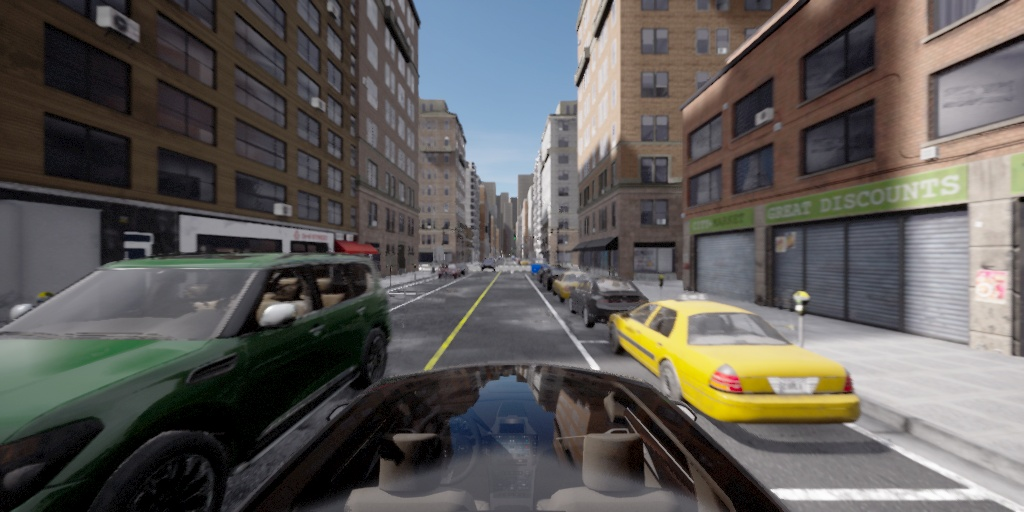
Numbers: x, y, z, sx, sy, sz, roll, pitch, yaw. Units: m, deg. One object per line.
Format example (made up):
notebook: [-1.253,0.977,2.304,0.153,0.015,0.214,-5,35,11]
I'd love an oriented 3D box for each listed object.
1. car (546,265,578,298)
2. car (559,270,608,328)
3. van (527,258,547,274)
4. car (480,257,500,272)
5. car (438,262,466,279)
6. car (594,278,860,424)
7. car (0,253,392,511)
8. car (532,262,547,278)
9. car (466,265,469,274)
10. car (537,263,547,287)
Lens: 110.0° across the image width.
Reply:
car: [2.860,1.289,16.848,1.751,1.417,4.829,0,0,0]
car: [2.859,1.309,11.229,2.007,1.370,4.403,0,0,0]
van: [2.865,1.127,38.471,1.690,1.789,3.998,0,0,0]
car: [-2.990,1.141,46.100,2.033,1.411,5.357,0,0,0]
car: [-5.661,1.363,33.013,1.802,1.307,4.207,0,0,0]
car: [2.858,1.279,5.950,1.751,1.417,4.829,0,0,0]
car: [-3.100,0.974,3.901,2.150,2.045,5.566,0,0,0]
car: [2.863,1.341,27.574,1.948,1.339,4.313,0,0,0]
car: [-5.660,1.353,38.464,1.948,1.339,4.313,0,0,0]
car: [2.861,1.335,22.126,1.948,1.339,4.313,0,0,0]
